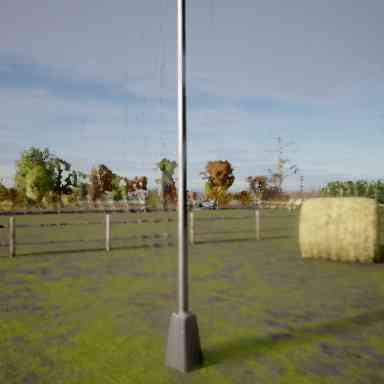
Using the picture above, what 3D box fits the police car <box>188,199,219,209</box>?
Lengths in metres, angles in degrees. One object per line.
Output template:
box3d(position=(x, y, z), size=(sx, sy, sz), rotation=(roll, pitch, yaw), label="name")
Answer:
box3d(position=(1.895, 1.907, 54.423), size=(4.974, 1.542, 2.038), rotation=(0, 0, -24), label="police car")
